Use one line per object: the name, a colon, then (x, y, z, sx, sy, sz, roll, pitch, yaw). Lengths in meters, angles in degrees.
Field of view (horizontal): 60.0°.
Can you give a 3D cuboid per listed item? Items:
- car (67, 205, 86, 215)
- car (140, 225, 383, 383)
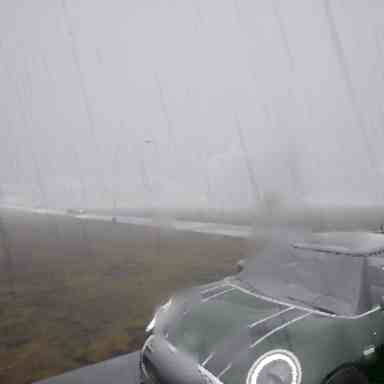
car: (-17.627, 2.744, 50.694, 2.128, 1.511, 4.902, 2, -2, -36)
car: (1.654, 1.354, 4.126, 4.553, 1.767, 2.097, 0, 0, -35)
